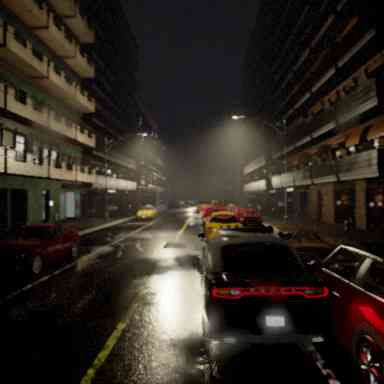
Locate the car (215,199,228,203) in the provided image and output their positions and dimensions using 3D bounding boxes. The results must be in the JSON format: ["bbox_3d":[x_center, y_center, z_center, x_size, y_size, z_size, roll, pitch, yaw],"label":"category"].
[{"bbox_3d":[4.542,1.965,50.383,2.192,1.841,5.009,-1,-1,2],"label":"car"}]

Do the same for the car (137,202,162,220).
[{"bbox_3d":[-4.441,2.017,33.560,1.752,1.417,4.829,-1,-1,2],"label":"car"}]

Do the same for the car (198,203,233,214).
[{"bbox_3d":[1.614,1.766,22.767,1.882,1.535,5.008,-1,-1,-1],"label":"car"}]

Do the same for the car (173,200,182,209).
[{"bbox_3d":[-3.426,2.345,62.019,1.967,1.590,4.097,-1,-1,2],"label":"car"}]

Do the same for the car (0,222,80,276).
[{"bbox_3d":[-5.242,1.743,11.097,1.887,1.381,4.507,-1,-1,2],"label":"car"}]

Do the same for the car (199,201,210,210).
[{"bbox_3d":[2.145,2.322,58.462,1.812,1.442,4.674,-1,-1,2],"label":"car"}]

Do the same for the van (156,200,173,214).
[{"bbox_3d":[-4.033,1.994,45.048,1.690,1.788,3.998,-1,-1,2],"label":"van"}]

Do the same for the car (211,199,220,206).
[{"bbox_3d":[5.554,2.521,78.670,1.967,1.590,4.097,-1,-1,2],"label":"car"}]

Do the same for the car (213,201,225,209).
[{"bbox_3d":[4.949,2.370,61.695,2.008,1.369,4.403,-1,-1,2],"label":"car"}]

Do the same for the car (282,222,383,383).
[{"bbox_3d":[2.929,1.479,5.119,1.967,1.590,4.097,-1,-1,2],"label":"car"}]

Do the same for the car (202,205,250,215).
[{"bbox_3d":[1.564,1.666,16.992,1.801,1.575,5.366,-1,-1,2],"label":"car"}]

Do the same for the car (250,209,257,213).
[{"bbox_3d":[3.536,1.804,22.093,1.887,1.381,4.507,-1,-1,2],"label":"car"}]

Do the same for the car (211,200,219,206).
[{"bbox_3d":[5.757,2.737,84.323,1.947,1.339,4.313,-1,-1,2],"label":"car"}]

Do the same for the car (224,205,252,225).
[{"bbox_3d":[3.738,1.877,27.755,1.887,1.381,4.507,-1,-1,2],"label":"car"}]

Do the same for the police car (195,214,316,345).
[{"bbox_3d":[1.104,1.506,6.903,1.930,1.638,5.238,-1,-1,0],"label":"police car"}]

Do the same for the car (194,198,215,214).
[{"bbox_3d":[1.691,1.943,44.606,2.097,1.767,4.553,-1,-1,3],"label":"car"}]

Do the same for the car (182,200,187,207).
[{"bbox_3d":[-2.825,2.689,78.821,1.752,1.417,4.829,-1,-1,2],"label":"car"}]

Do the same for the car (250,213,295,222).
[{"bbox_3d":[3.138,1.640,10.947,1.752,1.417,4.829,-1,-1,2],"label":"car"}]

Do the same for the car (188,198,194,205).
[{"bbox_3d":[0.271,2.542,90.134,2.150,2.045,5.566,-1,-1,2],"label":"car"}]

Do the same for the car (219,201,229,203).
[{"bbox_3d":[3.945,1.936,33.579,1.752,1.417,4.829,-1,-1,2],"label":"car"}]
